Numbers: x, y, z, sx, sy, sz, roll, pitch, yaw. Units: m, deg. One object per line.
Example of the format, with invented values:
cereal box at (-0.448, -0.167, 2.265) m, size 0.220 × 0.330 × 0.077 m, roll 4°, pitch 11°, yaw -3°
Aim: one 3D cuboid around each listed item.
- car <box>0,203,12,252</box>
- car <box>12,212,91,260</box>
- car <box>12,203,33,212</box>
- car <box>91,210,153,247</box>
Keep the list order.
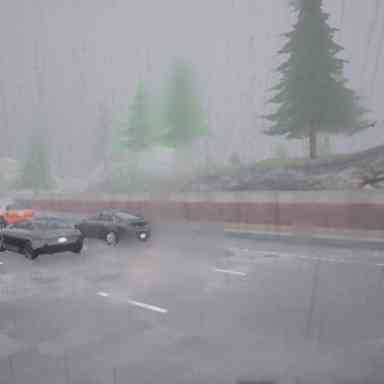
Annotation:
car at (-7.737, 1.357, 9.951) m, size 5.566 × 2.045 × 2.150 m, roll 0°, pitch 0°, yaw 41°
car at (-6.131, 1.703, 13.220) m, size 4.181 × 1.385 × 1.994 m, roll -1°, pitch 0°, yaw 42°
car at (-13.562, 1.631, 25.108) m, size 2.097 × 1.767 × 4.553 m, roll 0°, pitch -1°, yaw -43°
car at (-3.923, 1.643, 15.937) m, size 4.892 × 1.490 × 1.837 m, roll 0°, pitch 0°, yaw 42°
